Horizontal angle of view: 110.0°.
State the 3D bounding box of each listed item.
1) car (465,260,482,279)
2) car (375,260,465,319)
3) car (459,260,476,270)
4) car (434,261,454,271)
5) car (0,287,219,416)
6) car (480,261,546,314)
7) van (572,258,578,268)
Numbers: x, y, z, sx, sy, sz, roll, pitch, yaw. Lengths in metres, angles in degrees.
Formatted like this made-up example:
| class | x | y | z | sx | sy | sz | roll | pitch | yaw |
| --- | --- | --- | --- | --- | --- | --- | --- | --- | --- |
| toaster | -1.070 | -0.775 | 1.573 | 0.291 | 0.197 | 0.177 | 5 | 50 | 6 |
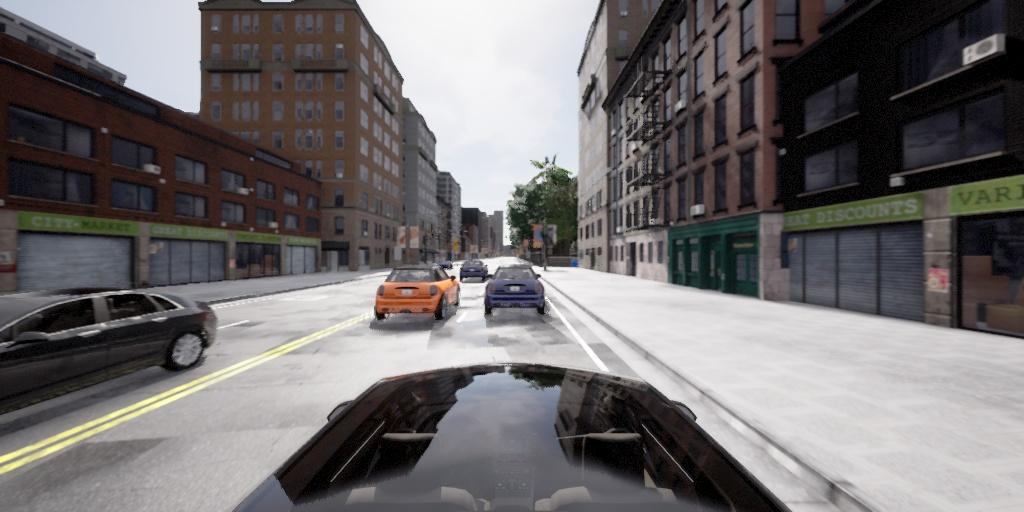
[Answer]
| class | x | y | z | sx | sy | sz | roll | pitch | yaw |
| --- | --- | --- | --- | --- | --- | --- | --- | --- | --- |
| car | -3.151 | 1.109 | 30.340 | 2.097 | 1.767 | 4.553 | 0 | 0 | 0 |
| car | -3.150 | 1.103 | 12.869 | 2.097 | 1.767 | 4.553 | 0 | 0 | 0 |
| car | -6.508 | 1.292 | 52.622 | 1.812 | 1.442 | 4.674 | 0 | 0 | 0 |
| car | -9.763 | 1.366 | 51.946 | 1.895 | 1.301 | 4.718 | 0 | 0 | 0 |
| car | -6.600 | 1.255 | 4.913 | 1.837 | 1.490 | 4.892 | 0 | 0 | 0 |
| car | 0.099 | 1.104 | 14.000 | 2.097 | 1.767 | 4.553 | 0 | 0 | 0 |
| van | 12.157 | 1.174 | 60.980 | 3.998 | 1.789 | 1.690 | 0 | 0 | 1 |
